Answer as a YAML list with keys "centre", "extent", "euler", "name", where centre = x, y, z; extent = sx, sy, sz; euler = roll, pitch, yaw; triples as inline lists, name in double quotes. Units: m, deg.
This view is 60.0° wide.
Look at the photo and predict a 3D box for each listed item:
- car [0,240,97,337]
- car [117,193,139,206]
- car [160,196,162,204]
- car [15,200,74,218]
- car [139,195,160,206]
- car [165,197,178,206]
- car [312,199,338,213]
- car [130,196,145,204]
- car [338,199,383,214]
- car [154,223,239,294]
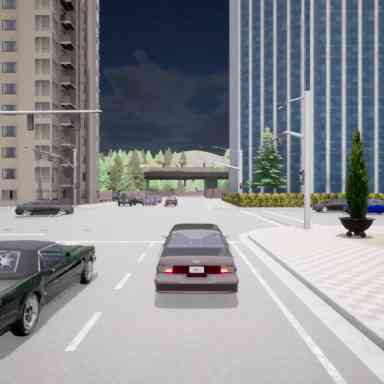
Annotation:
- centre: [-3.423, 1.601, 6.606]
  extent: [1.895, 1.301, 4.718]
  euler: [0, 0, 1]
  name: "car"
- centre: [-10.466, 1.221, 53.861]
  extent: [2.150, 2.045, 5.566]
  euler: [0, 0, 0]
  name: "car"
- centre: [-6.899, 1.352, 63.716]
  extent: [2.097, 1.767, 4.553]
  euler: [0, 0, 1]
  name: "car"
- centre: [-13.365, 1.507, 30.301]
  extent: [4.892, 1.490, 1.837]
  euler: [-1, 1, -17]
  name: "car"
- centre: [-6.959, 1.352, 54.827]
  extent: [2.097, 1.767, 4.553]
  euler: [0, 0, 0]
  name: "car"
- centre: [-3.297, 1.525, 53.913]
  extent: [1.812, 1.442, 4.674]
  euler: [0, 0, 1]
  name: "car"
- centre: [15.677, 1.505, 36.499]
  extent: [4.892, 1.490, 1.837]
  euler: [0, 0, 0]
  name: "car"
- centre: [-10.394, 1.547, 64.101]
  extent: [2.033, 1.411, 5.357]
  euler: [0, 0, 1]
  name: "car"
- centre: [17.628, 1.478, 33.014]
  extent: [5.008, 1.535, 1.882]
  euler: [0, 0, 0]
  name: "car"
- centre: [0.096, 1.547, 8.943]
  extent: [2.033, 1.411, 5.357]
  euler: [0, 0, 0]
  name: "car"
